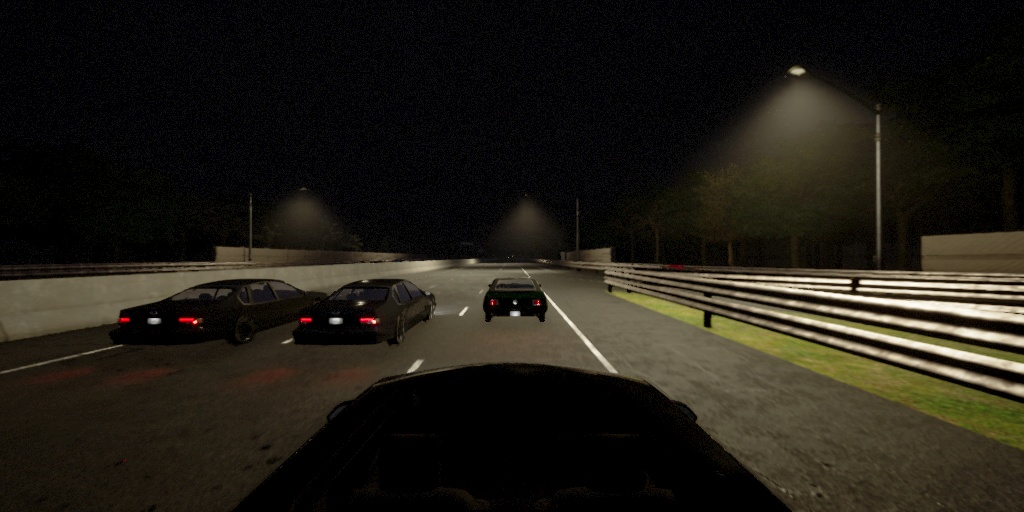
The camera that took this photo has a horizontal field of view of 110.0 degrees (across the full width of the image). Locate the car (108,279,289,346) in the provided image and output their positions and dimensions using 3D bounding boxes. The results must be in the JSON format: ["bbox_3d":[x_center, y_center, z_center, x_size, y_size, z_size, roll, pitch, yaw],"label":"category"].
[{"bbox_3d":[-6.902,1.306,9.426,2.033,1.411,5.357,0,0,0],"label":"car"}]

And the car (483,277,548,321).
[{"bbox_3d":[0.097,1.365,12.465,1.895,1.301,4.718,0,0,0],"label":"car"}]

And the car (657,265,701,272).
[{"bbox_3d":[11.101,1.387,24.870,1.882,1.535,5.008,1,0,-24],"label":"car"}]

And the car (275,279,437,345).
[{"bbox_3d":[-3.402,1.306,9.433,2.033,1.411,5.357,0,0,0],"label":"car"}]
